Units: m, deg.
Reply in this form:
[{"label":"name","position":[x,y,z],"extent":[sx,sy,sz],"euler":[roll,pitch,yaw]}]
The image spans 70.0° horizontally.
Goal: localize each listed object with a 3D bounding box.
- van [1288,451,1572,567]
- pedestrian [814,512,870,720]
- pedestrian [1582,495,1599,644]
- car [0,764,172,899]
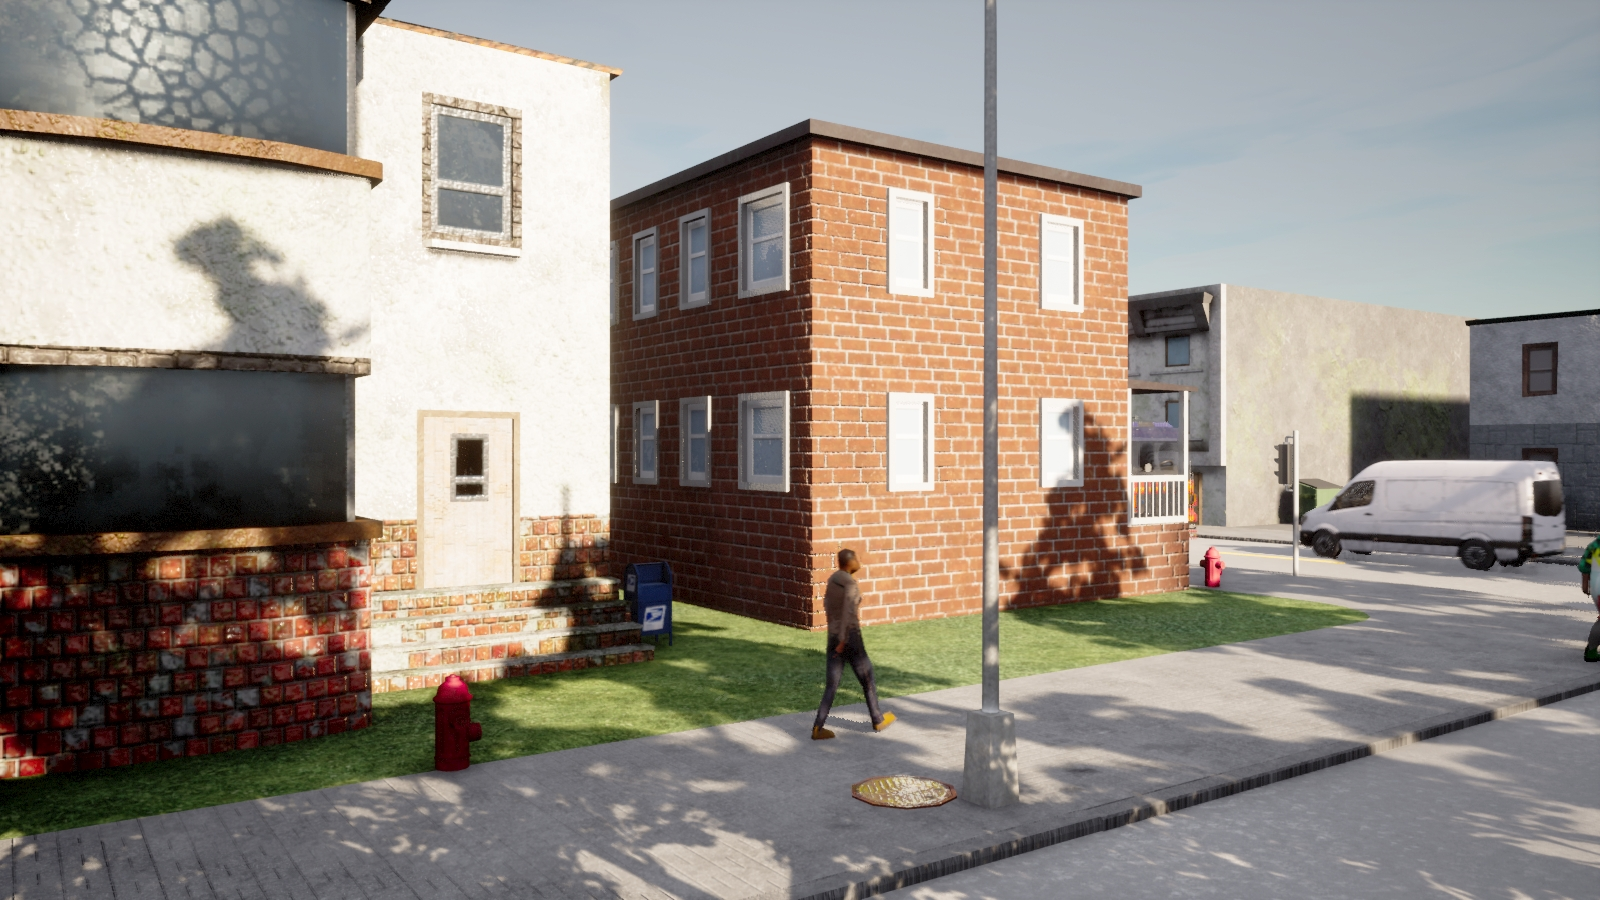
[{"label":"van","position":[15.465,1.314,28.464],"extent":[1.988,2.561,5.915],"euler":[0,0,-36]},{"label":"pedestrian","position":[0.392,1.524,10.628],"extent":[0.375,1.860,0.375],"euler":[0,0,-34]},{"label":"pedestrian","position":[10.270,1.516,14.533],"extent":[0.375,1.860,0.375],"euler":[0,0,-8]},{"label":"car","position":[-3.301,1.811,2.051],"extent":[3.705,1.549,1.789],"euler":[1,0,-35]}]
